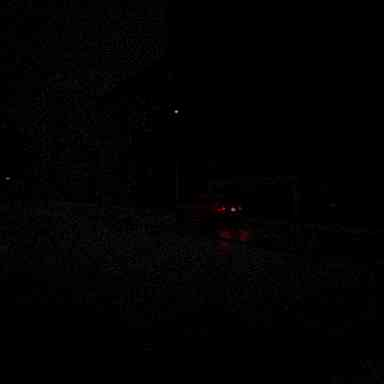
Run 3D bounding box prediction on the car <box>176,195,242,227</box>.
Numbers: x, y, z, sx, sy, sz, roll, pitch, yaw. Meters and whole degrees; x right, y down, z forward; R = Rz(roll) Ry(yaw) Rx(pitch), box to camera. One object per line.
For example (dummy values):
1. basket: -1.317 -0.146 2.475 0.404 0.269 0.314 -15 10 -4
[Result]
1. car: 1.068 1.226 23.408 2.150 2.045 5.566 0 0 -36
